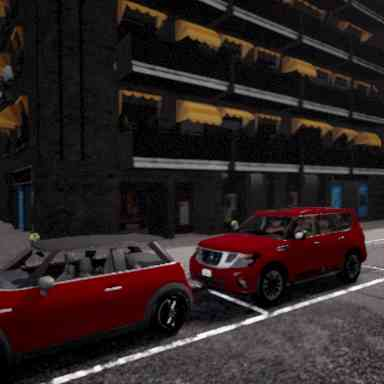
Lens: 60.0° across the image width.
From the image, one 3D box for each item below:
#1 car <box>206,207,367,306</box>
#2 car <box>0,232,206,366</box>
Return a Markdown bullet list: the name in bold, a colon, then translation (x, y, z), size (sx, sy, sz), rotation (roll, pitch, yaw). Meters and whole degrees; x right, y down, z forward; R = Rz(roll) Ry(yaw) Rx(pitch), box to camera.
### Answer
- **car**: translation (2.352, 1.335, 8.259), size (5.009, 1.841, 2.192), rotation (0, -1, -35)
- **car**: translation (-2.050, 1.444, 5.117), size (4.097, 1.590, 1.967), rotation (0, -1, -35)
